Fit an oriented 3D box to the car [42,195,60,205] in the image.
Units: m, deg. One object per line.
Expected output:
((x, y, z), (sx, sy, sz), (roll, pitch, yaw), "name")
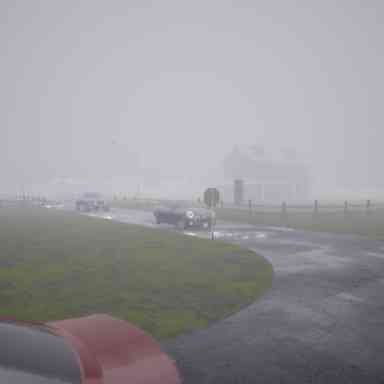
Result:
((-20.632, 1.191, 48.593), (1.812, 1.442, 4.674), (0, 0, -35), "car")

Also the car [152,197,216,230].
((-0.554, 1.220, 20.112), (2.097, 1.767, 4.553), (0, 0, -36), "car")

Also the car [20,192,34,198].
((-38.650, 0.870, 78.773), (2.128, 1.511, 4.902), (0, 0, -35), "car")

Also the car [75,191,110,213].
((-10.197, 0.975, 33.701), (2.150, 2.045, 5.566), (0, 0, -35), "car")

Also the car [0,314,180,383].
((-2.343, 1.482, 1.274), (5.008, 1.535, 1.882), (0, 0, -36), "car")
